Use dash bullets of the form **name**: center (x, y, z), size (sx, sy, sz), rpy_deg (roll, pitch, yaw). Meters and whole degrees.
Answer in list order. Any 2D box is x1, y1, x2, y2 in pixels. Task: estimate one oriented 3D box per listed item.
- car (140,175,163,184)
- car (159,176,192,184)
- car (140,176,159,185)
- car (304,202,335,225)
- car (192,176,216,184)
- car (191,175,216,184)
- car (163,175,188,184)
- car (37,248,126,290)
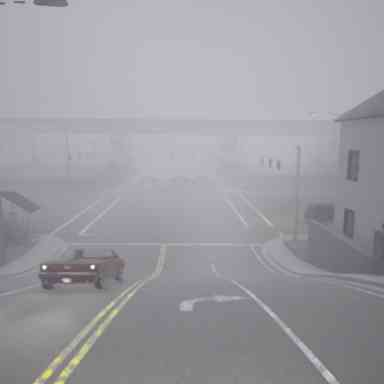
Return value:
- **car**: center (-7.792, -2.386, 63.667), size (4.536, 1.218, 1.853), rpy_deg (8, 12, 43)
- **car**: center (-3.147, -2.217, 63.667), size (4.974, 1.542, 2.038), rpy_deg (-6, 11, -36)
- **car**: center (-7.755, -2.225, 63.656), size (4.974, 1.542, 2.038), rpy_deg (8, 12, 43)
- **car**: center (14.446, 2.146, 34.033), size (5.566, 2.045, 2.150), rpy_deg (0, 9, 1)
- **car**: center (2.220, -2.326, 64.449), size (4.974, 1.542, 2.038), rpy_deg (5, 10, 28)
- **car**: center (2.175, -2.486, 64.449), size (4.536, 1.218, 1.853), rpy_deg (5, 10, 28)
- **car**: center (-3.105, -2.378, 63.674), size (4.536, 1.218, 1.853), rpy_deg (-6, 11, -36)
- **car**: center (-3.729, 2.696, 12.067), size (1.895, 1.301, 4.718), rpy_deg (0, -10, -1)
